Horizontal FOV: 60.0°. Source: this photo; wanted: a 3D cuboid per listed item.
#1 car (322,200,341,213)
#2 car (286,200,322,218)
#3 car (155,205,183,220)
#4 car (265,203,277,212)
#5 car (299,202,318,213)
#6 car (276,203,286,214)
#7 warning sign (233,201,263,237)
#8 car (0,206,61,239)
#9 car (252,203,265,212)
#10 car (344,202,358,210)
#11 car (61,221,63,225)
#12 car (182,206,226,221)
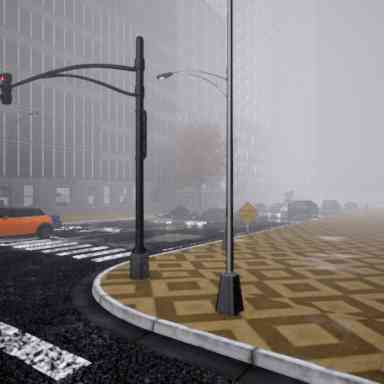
[{"bbox_3d":[22.401,2.265,53.518,2.150,2.045,5.566,0,-1,33],"label":"car"},{"bbox_3d":[13.494,1.970,39.726,2.150,2.045,5.566,0,-2,33],"label":"car"},{"bbox_3d":[-1.809,2.038,34.368,1.812,1.442,4.674,0,-1,33],"label":"car"},{"bbox_3d":[13.465,2.438,51.856,1.837,1.490,4.892,0,-1,33],"label":"car"},{"bbox_3d":[19.193,2.506,54.725,1.882,1.535,5.008,0,-1,33],"label":"car"},{"bbox_3d":[13.634,2.371,46.035,1.812,1.442,4.674,0,-1,33],"label":"car"},{"bbox_3d":[3.122,1.454,18.564,1.300,1.860,1.060,1,1,33],"label":"warning sign"},{"bbox_3d":[-9.384,1.513,16.633,2.097,1.767,4.553,1,-1,33],"label":"car"},{"bbox_3d":[10.441,2.439,53.179,1.812,1.442,4.674,0,-1,33],"label":"car"},{"bbox_3d":[31.498,2.661,65.692,2.097,1.767,4.553,0,-1,33],"label":"car"},{"bbox_3d":[-10.737,1.766,20.544,2.033,1.411,5.357,0,-1,33],"label":"car"},{"bbox_3d":[1.596,2.086,33.651,2.033,1.411,5.357,0,-1,33],"label":"car"}]
